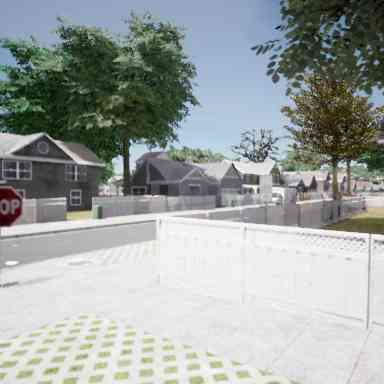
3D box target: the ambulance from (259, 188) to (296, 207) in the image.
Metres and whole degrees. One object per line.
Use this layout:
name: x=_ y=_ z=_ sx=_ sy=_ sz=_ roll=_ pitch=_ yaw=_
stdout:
ambulance: x=9.785 y=0.780 z=37.860 sx=2.351 sy=2.431 sz=6.366 roll=0 pitch=0 yaw=35
